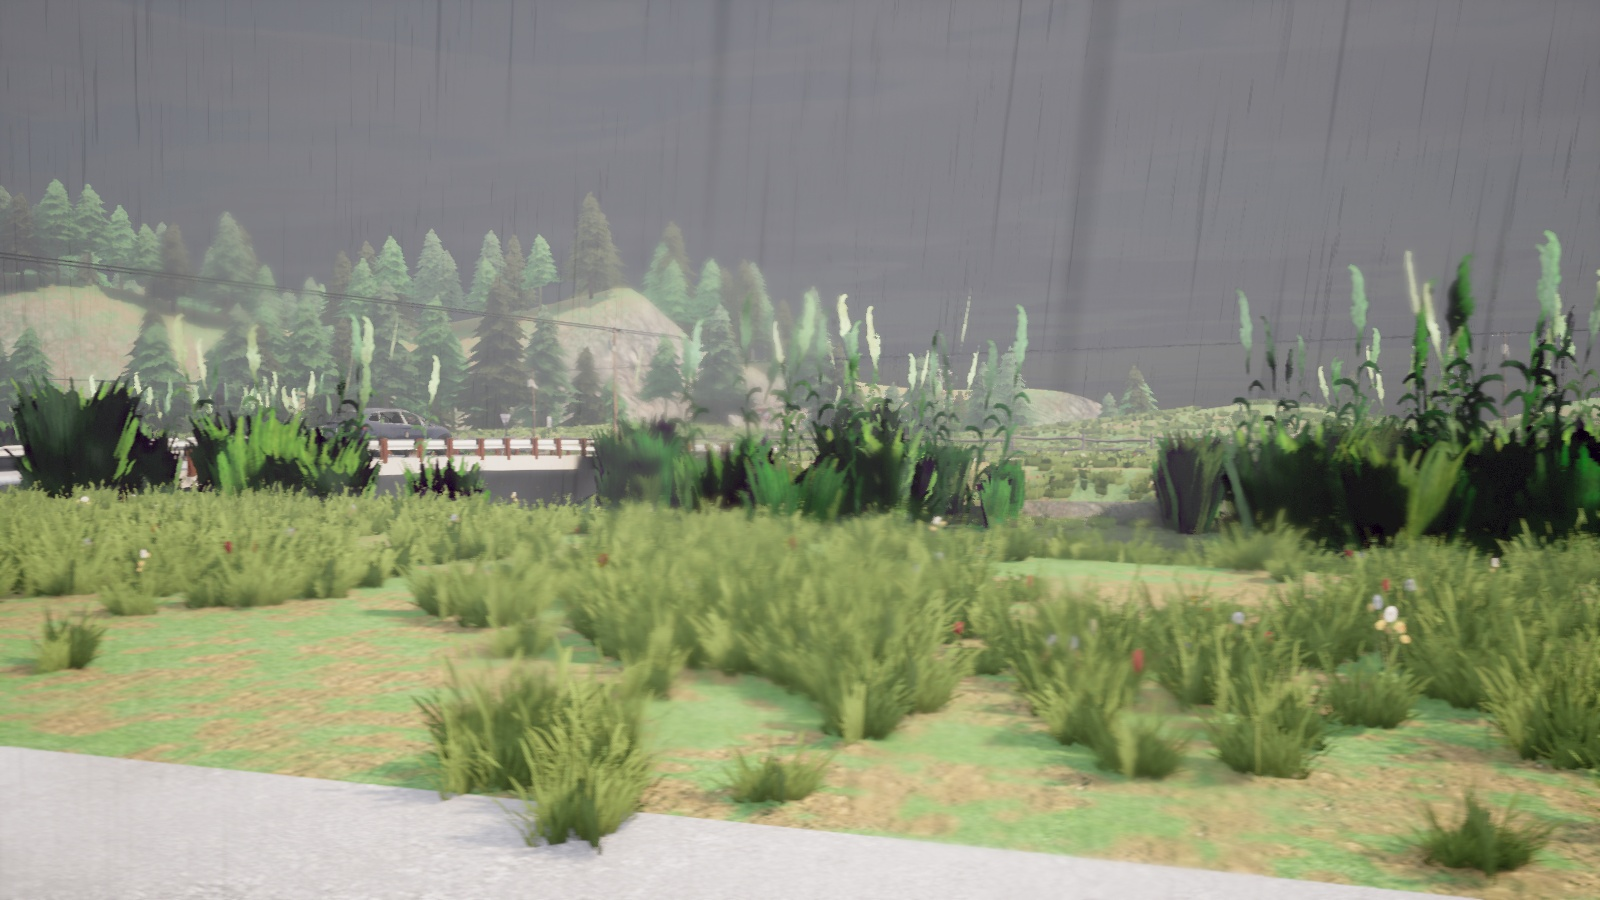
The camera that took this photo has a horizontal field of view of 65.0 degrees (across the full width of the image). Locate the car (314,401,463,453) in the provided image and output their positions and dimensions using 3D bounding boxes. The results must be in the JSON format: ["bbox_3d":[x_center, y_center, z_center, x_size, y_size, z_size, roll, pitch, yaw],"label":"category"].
[{"bbox_3d":[-13.947,-0.784,42.832,2.242,1.667,4.611,1,1,26],"label":"car"}]
